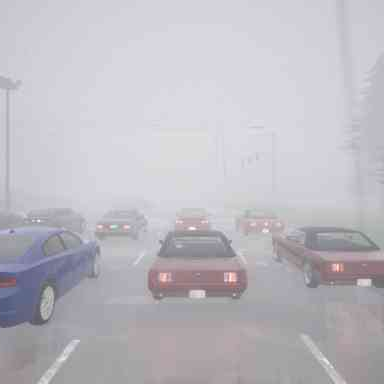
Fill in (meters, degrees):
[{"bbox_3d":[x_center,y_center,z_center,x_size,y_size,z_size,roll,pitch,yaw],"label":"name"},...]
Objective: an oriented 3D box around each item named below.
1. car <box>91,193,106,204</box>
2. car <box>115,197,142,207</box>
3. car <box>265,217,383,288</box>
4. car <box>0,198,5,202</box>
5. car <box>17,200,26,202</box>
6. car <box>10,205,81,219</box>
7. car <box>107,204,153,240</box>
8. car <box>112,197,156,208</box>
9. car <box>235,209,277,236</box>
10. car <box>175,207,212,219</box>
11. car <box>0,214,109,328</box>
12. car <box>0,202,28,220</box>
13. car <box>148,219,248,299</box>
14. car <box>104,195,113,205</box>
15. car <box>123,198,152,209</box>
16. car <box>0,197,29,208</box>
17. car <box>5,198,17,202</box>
[{"bbox_3d":[-17.043,1.223,61.784,2.150,2.045,5.566,1,0,-20],"label":"car"},{"bbox_3d":[-9.666,1.547,51.434,2.033,1.411,5.357,0,0,14],"label":"car"},{"bbox_3d":[3.592,1.601,9.168,1.895,1.301,4.718,0,0,0],"label":"car"},{"bbox_3d":[-24.832,1.222,37.623,5.566,2.045,2.150,0,0,-1],"label":"car"},{"bbox_3d":[-24.737,1.491,44.694,4.902,1.511,2.128,0,0,-2],"label":"car"},{"bbox_3d":[-6.935,1.505,16.975,1.837,1.490,4.892,0,0,0],"label":"car"},{"bbox_3d":[-3.429,1.547,16.928,2.033,1.411,5.357,0,0,0],"label":"car"},{"bbox_3d":[-6.848,1.547,41.467,2.033,1.411,5.357,0,0,36],"label":"car"},{"bbox_3d":[3.542,1.601,18.336,1.895,1.301,4.718,0,0,-1],"label":"car"},{"bbox_3d":[0.053,1.526,17.479,1.812,1.442,4.674,0,0,1],"label":"car"},{"bbox_3d":[-3.407,1.478,7.118,1.882,1.535,5.008,0,0,0],"label":"car"},{"bbox_3d":[-10.436,1.491,16.959,2.128,1.511,4.902,0,0,0],"label":"car"},{"bbox_3d":[0.091,1.601,8.376,1.895,1.301,4.718,0,0,0],"label":"car"},{"bbox_3d":[-12.733,1.564,55.884,1.994,1.385,4.181,1,0,2],"label":"car"},{"bbox_3d":[-7.699,1.564,47.417,1.994,1.385,4.181,0,0,27],"label":"car"},{"bbox_3d":[-26.341,1.526,48.195,4.674,1.442,1.812,0,0,-3],"label":"car"},{"bbox_3d":[-25.360,1.223,41.162,5.566,2.045,2.150,0,0,-2],"label":"car"}]
